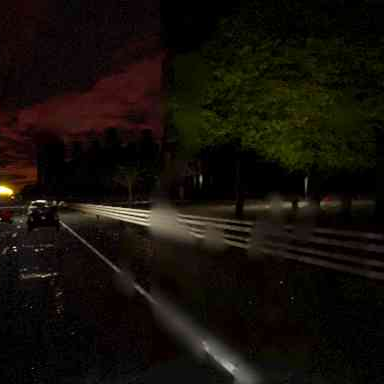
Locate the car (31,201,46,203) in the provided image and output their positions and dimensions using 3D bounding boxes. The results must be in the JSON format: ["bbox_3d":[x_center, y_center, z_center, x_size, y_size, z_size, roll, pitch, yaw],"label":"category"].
[{"bbox_3d":[-17.745,2.068,38.647,2.150,2.045,5.566,-2,0,-26],"label":"car"}]

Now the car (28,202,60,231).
[{"bbox_3d":[-11.546,1.926,25.825,2.097,1.767,4.553,-2,0,-26],"label":"car"}]

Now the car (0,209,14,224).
[{"bbox_3d":[-18.754,2.386,32.759,1.812,1.442,4.674,-2,0,-26],"label":"car"}]
